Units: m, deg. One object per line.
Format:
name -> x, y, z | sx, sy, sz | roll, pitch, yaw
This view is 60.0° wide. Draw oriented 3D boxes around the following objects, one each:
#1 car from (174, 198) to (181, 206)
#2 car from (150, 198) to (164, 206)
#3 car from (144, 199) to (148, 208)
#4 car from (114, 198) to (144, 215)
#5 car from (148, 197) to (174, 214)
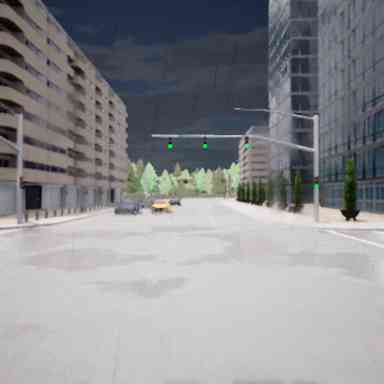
car -> -3.002, 1.748, 60.450 | 1.882, 1.535, 5.008 | 0, -1, 2
car -> -6.428, 1.788, 61.610 | 1.837, 1.490, 4.892 | 0, -1, 1
car -> -6.773, 1.793, 49.831 | 1.994, 1.385, 4.181 | 0, 0, 1
car -> -6.952, 1.521, 36.100 | 2.097, 1.767, 4.553 | 0, 0, 1
car -> -3.519, 1.651, 38.260 | 1.882, 1.535, 5.008 | 0, 0, 1
